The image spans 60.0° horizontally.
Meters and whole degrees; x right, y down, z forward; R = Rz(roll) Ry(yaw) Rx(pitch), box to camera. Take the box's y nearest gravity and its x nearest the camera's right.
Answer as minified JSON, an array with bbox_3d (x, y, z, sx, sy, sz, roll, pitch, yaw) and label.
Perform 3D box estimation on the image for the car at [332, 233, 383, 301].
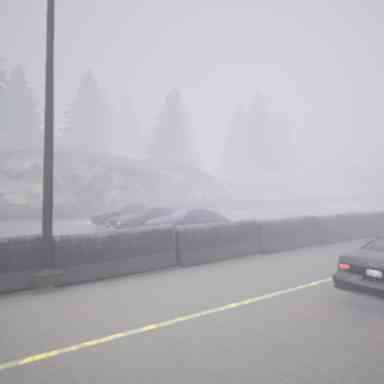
[{"bbox_3d":[5.403,1.541,7.598,5.357,1.411,2.033,0,0,-35],"label":"car"}]

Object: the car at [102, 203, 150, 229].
[{"bbox_3d":[-2.209,1.540,19.612,5.357,1.411,2.033,0,0,-35],"label":"car"}]

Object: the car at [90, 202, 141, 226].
[{"bbox_3d":[-4.277,1.471,22.435,5.008,1.535,1.882,0,0,-35],"label":"car"}]

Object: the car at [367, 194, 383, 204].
[{"bbox_3d":[28.171,1.048,49.829,4.902,1.511,2.128,-1,1,-35],"label":"car"}]

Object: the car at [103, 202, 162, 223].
[{"bbox_3d":[-4.669,1.552,26.454,4.181,1.385,1.994,0,0,-35],"label":"car"}]

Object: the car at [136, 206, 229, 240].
[{"bbox_3d":[-0.168,1.518,16.768,4.674,1.442,1.812,0,0,-35],"label":"car"}]
